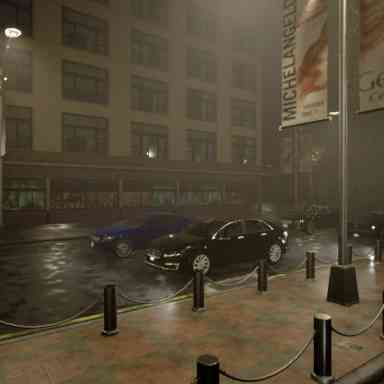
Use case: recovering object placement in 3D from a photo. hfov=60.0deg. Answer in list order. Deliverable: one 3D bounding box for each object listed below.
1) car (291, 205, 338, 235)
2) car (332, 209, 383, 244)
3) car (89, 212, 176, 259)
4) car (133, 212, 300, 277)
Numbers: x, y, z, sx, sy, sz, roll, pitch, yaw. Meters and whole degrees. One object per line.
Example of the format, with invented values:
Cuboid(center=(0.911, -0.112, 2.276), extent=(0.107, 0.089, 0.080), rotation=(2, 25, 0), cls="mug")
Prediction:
Cuboid(center=(6.851, 1.492, 18.746), extent=(4.902, 1.511, 2.128), rotation=(0, 0, -35), cls="car")
Cuboid(center=(9.076, 1.601, 16.036), extent=(4.718, 1.301, 1.895), rotation=(0, 0, -35), cls="car")
Cuboid(center=(-1.514, 1.526, 12.764), extent=(4.674, 1.442, 1.812), rotation=(0, 0, -35), cls="car")
Cuboid(center=(0.918, 1.505, 10.195), extent=(4.892, 1.490, 1.837), rotation=(0, 0, -36), cls="car")
